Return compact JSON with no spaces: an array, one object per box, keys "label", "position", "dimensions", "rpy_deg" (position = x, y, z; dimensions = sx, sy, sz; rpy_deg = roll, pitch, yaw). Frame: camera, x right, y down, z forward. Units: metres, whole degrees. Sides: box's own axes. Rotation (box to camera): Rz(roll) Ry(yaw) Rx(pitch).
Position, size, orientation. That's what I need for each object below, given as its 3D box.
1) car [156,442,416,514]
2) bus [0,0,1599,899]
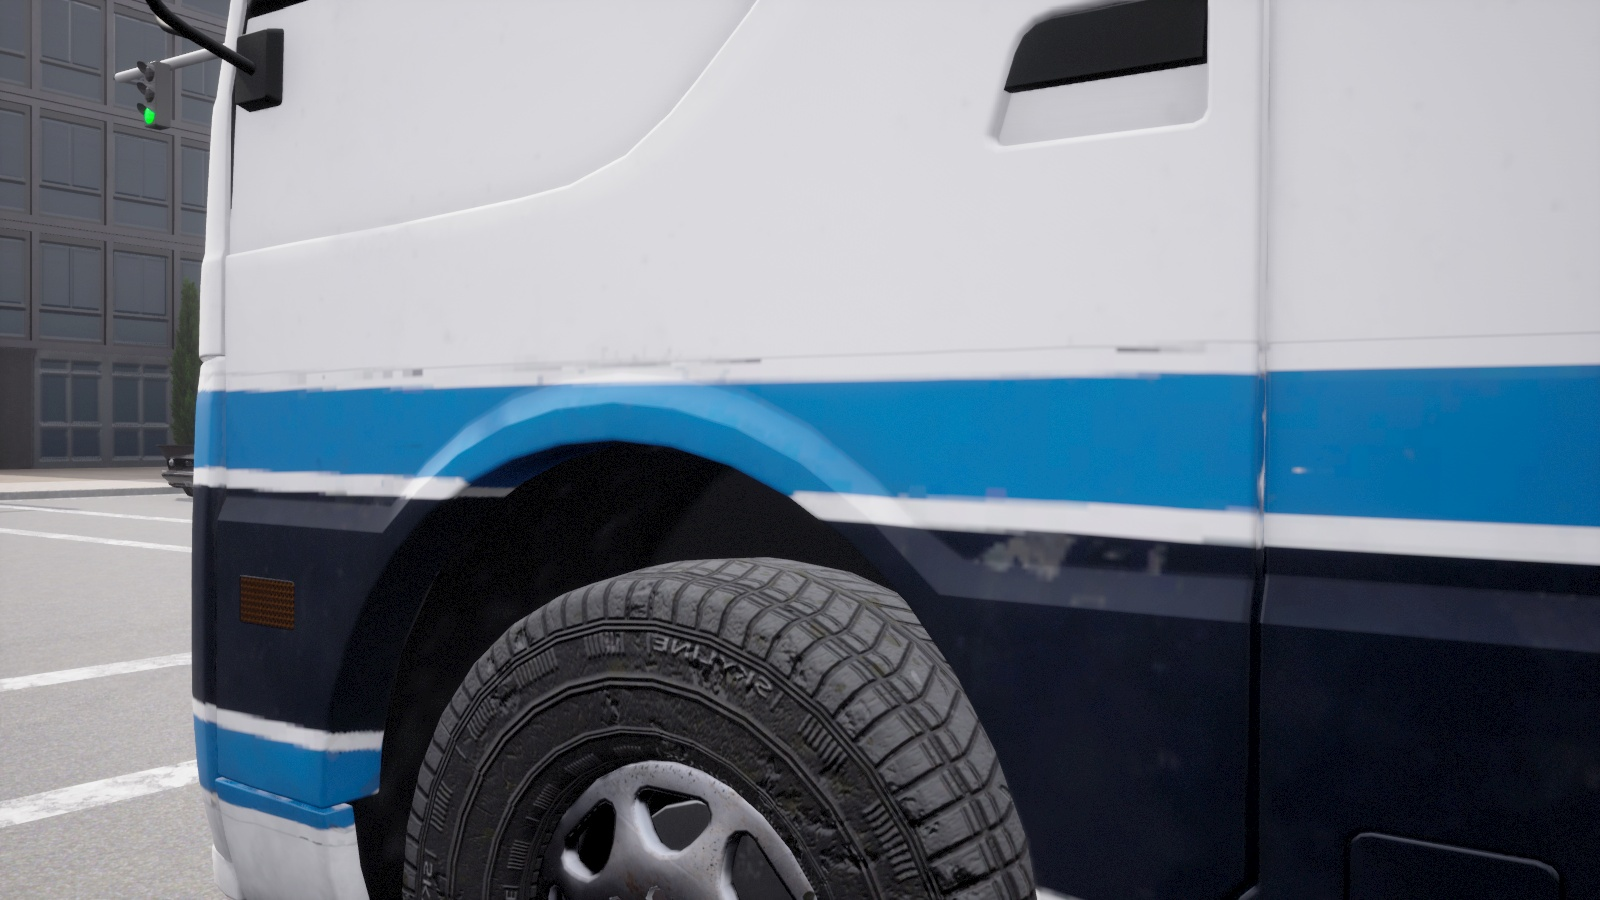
[{"label":"car","position":[-10.509,0.516,26.022],"dimensions":[1.895,1.301,4.718],"rpy_deg":[0,1,34]},{"label":"bus","position":[3.120,-0.694,1.523],"dimensions":[10.273,4.253,3.944],"rpy_deg":[0,1,34]}]
